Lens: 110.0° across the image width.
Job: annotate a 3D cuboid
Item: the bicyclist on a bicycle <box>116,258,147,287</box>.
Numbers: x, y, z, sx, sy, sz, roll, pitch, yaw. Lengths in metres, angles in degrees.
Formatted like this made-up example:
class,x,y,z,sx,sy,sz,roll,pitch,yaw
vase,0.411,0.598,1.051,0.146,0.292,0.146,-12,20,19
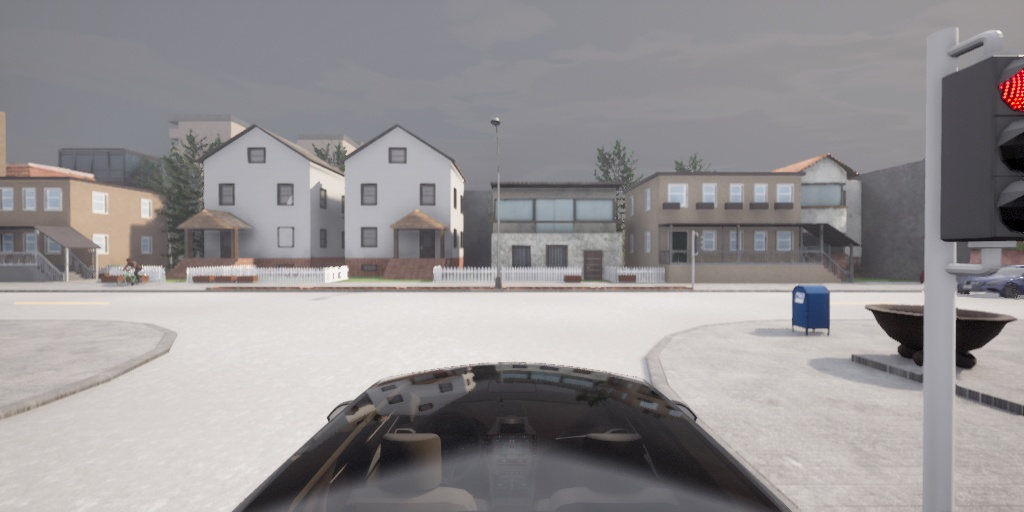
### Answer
class,x,y,z,sx,sy,sz,roll,pitch,yaw
bicyclist on a bicycle,-21.875,0.947,20.642,0.582,1.620,1.656,0,1,0

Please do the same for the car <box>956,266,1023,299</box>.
class,x,y,z,sx,sy,sz,roll,pitch,yaw
car,23.222,1.157,16.453,4.674,1.442,1.812,0,0,0
